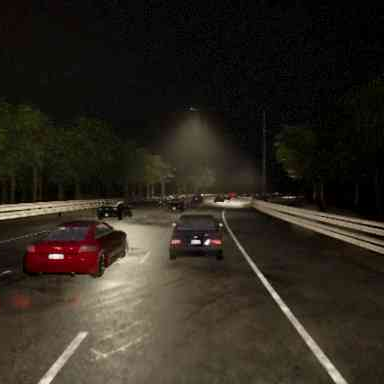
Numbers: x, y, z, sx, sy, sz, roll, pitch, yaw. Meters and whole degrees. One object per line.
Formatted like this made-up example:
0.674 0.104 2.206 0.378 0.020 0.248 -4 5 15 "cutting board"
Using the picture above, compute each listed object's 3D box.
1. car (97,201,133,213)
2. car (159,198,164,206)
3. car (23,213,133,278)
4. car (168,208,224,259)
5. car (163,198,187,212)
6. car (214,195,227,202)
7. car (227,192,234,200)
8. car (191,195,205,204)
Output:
-6.102 1.478 26.804 2.128 1.511 4.902 0 0 4 "car"
-3.877 1.592 52.618 1.895 1.301 4.718 0 0 7 "car"
-3.280 1.558 10.181 1.994 1.385 4.181 0 0 2 "car"
0.194 1.549 12.506 2.033 1.411 5.357 0 0 2 "car"
-1.711 1.499 38.451 1.837 1.490 4.892 0 0 5 "car"
5.985 1.523 71.987 1.994 1.385 4.181 0 0 10 "car"
9.622 1.489 91.251 1.994 1.385 4.181 0 0 12 "car"
1.154 1.348 63.090 2.097 1.767 4.553 0 0 8 "car"
